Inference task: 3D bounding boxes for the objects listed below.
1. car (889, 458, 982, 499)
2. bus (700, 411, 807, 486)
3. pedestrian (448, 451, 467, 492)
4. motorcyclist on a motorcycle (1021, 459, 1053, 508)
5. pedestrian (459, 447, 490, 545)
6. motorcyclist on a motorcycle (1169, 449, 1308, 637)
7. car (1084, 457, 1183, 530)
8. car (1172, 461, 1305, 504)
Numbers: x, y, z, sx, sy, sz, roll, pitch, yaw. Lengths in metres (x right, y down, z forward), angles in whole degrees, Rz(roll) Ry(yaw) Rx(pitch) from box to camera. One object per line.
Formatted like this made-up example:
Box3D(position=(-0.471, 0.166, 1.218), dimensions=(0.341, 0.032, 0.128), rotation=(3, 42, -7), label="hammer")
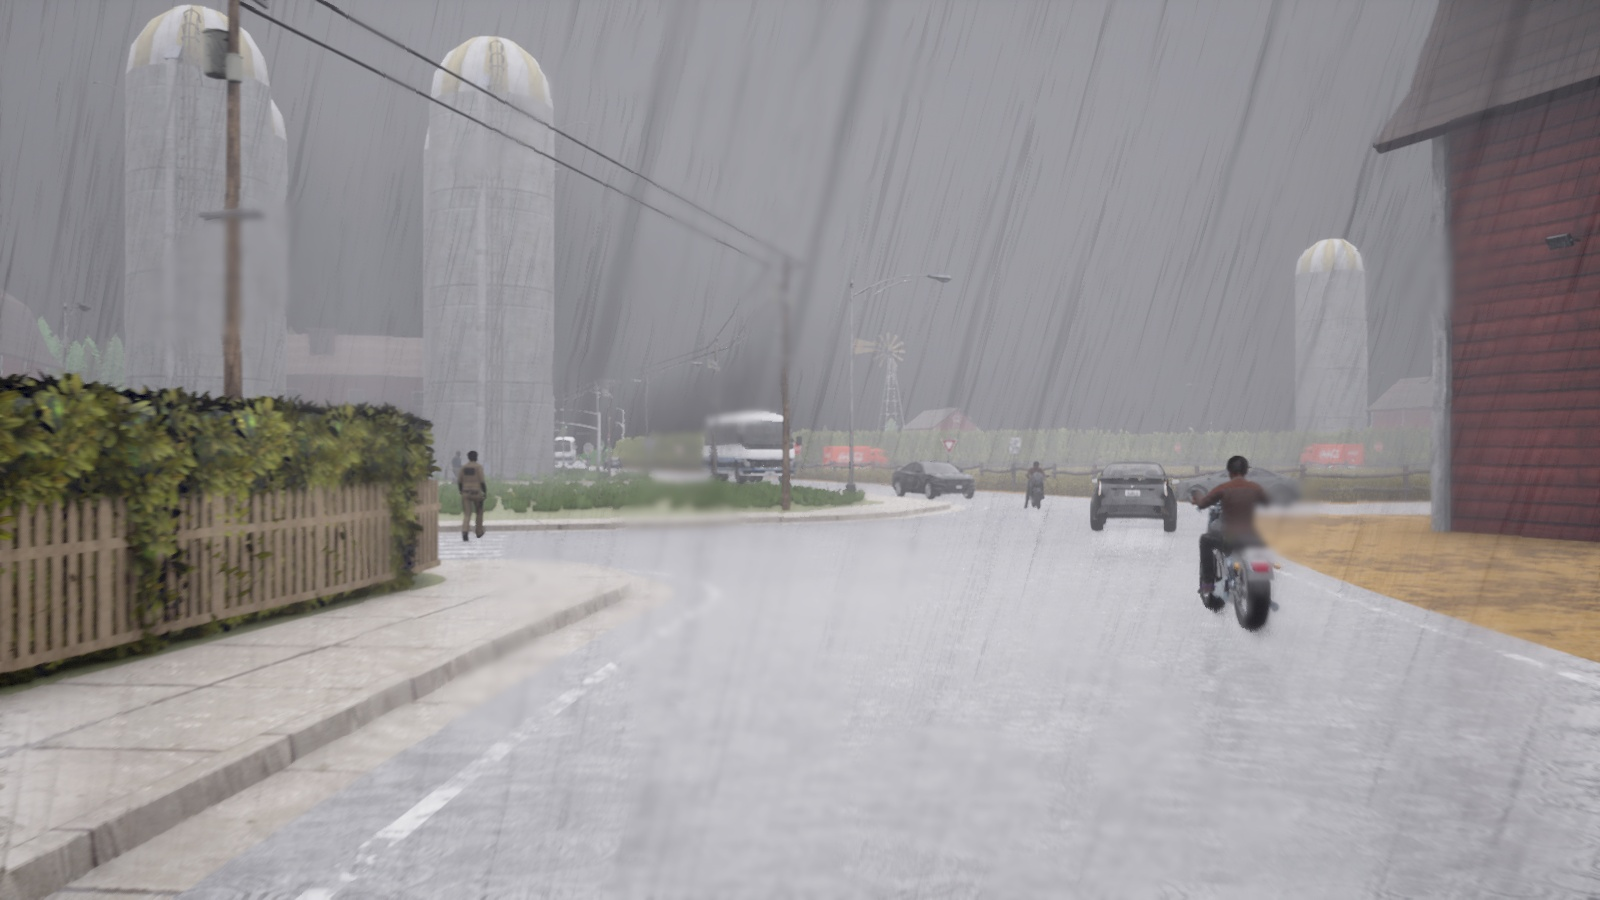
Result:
Box3D(position=(5.432, 1.117, 51.031), dimensions=(1.882, 1.535, 5.008), rotation=(0, 0, -18), label="car")
Box3D(position=(-3.048, -0.071, 77.286), dimensions=(3.944, 4.253, 10.273), rotation=(0, 0, -18), label="bus")
Box3D(position=(-15.548, 0.974, 57.062), dimensions=(0.726, 1.835, 0.370), rotation=(0, 0, -42), label="pedestrian")
Box3D(position=(7.550, 1.043, 40.093), dimensions=(0.797, 1.523, 2.044), rotation=(0, 0, 5), label="motorcyclist on a motorcycle")
Box3D(position=(-6.497, 0.912, 25.086), dimensions=(0.396, 1.930, 0.692), rotation=(0, 0, 4), label="pedestrian")
Box3D(position=(4.201, 0.826, 12.232), dimensions=(0.766, 1.649, 2.350), rotation=(0, -1, 6), label="motorcyclist on a motorcycle")
Box3D(position=(7.659, 0.922, 28.712), dimensions=(2.007, 1.525, 4.514), rotation=(0, 0, 16), label="car")
Box3D(position=(14.929, 1.098, 42.944), dimensions=(4.181, 1.385, 1.994), rotation=(0, 0, 17), label="car")
